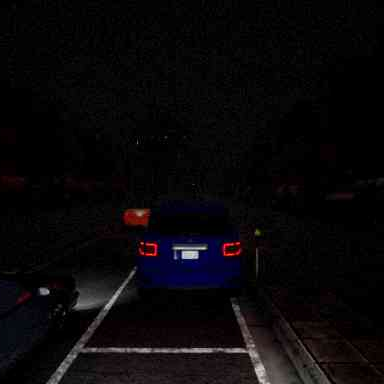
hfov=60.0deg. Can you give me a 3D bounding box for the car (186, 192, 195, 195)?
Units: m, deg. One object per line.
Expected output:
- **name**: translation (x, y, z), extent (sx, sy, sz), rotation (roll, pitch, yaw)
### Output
- **car**: translation (-0.353, 1.226, 40.516), extent (2.192, 1.841, 5.009), rotation (1, 0, 0)

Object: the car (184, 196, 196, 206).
- **car**: translation (-0.350, 1.387, 51.770), extent (1.752, 1.417, 4.829), rotation (1, 0, 0)

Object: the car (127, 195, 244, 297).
- **car**: translation (-0.035, 1.225, 8.677), extent (2.150, 2.045, 5.566), rotation (0, 0, 0)

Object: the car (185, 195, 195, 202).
- **car**: translation (-0.343, 1.327, 68.224), extent (2.008, 1.369, 4.403), rotation (1, 0, 0)

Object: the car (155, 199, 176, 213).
- **car**: translation (-2.904, 1.525, 37.269), extent (1.895, 1.301, 4.718), rotation (0, 0, 0)

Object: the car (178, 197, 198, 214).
- **car**: translation (-0.358, 1.374, 34.976), extent (1.967, 1.590, 4.097), rotation (1, 0, 0)

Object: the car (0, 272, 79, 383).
- **car**: translation (-2.920, 1.547, 3.447), extent (2.033, 1.411, 5.357), rotation (0, 0, 0)

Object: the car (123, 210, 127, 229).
- **car**: translation (-3.010, 1.327, 21.359), extent (2.097, 1.767, 4.553), rotation (0, 0, 0)
